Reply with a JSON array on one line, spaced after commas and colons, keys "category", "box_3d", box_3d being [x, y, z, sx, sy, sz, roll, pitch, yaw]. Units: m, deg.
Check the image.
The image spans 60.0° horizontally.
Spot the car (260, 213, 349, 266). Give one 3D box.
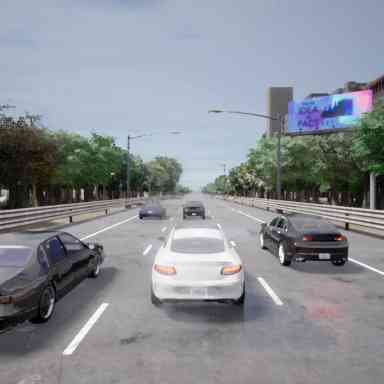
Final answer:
[{"category": "car", "box_3d": [3.628, 1.504, 11.519, 1.837, 1.490, 4.892, 0, 0, 0]}]

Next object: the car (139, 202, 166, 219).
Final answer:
[{"category": "car", "box_3d": [-3.331, 1.563, 28.630, 1.994, 1.385, 4.181, 0, 0, 0]}]

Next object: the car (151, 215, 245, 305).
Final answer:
[{"category": "car", "box_3d": [0.119, 1.526, 7.976, 1.812, 1.442, 4.674, 0, 0, 0]}]

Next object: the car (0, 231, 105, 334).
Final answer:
[{"category": "car", "box_3d": [-3.383, 1.547, 7.083, 2.033, 1.411, 5.357, 0, 0, 0]}]

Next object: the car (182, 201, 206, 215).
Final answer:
[{"category": "car", "box_3d": [0.171, 1.504, 28.580, 1.837, 1.490, 4.892, 0, 0, 0]}]
